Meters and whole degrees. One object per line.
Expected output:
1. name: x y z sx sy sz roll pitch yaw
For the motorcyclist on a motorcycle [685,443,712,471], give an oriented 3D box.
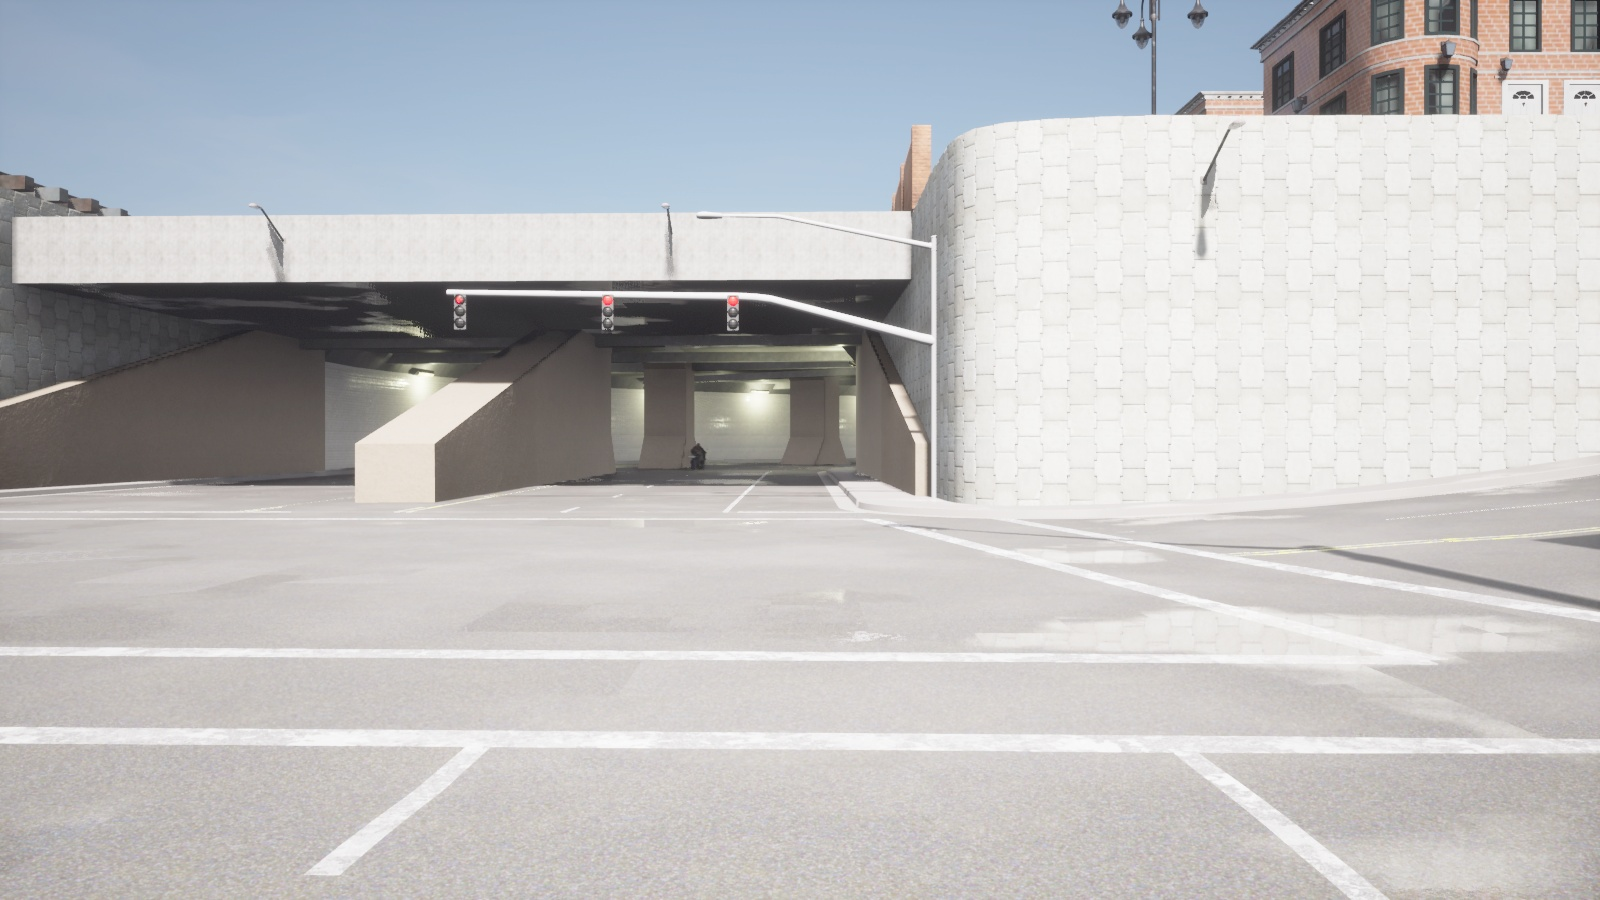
1. motorcyclist on a motorcycle: -5.722 0.377 70.930 0.866 1.530 2.191 0 0 14
